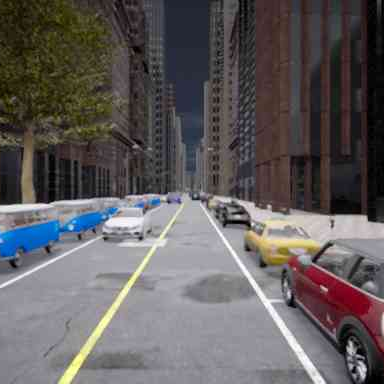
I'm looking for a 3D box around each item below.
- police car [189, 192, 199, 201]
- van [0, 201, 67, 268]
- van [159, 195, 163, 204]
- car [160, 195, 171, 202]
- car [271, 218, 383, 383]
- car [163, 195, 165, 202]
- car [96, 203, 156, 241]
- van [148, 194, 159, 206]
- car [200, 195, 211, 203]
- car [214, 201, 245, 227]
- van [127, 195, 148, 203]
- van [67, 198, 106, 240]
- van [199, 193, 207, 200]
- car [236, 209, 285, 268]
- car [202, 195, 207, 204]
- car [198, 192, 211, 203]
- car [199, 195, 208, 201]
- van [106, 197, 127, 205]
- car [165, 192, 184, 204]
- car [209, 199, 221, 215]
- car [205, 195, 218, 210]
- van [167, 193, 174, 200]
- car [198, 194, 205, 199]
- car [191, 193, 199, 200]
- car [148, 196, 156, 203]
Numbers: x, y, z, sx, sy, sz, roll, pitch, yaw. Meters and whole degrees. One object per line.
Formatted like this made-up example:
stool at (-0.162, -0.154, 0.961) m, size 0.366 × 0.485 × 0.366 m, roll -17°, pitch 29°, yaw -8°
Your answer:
police car at (0.897, 1.272, 76.746) m, size 1.930 × 1.638 × 5.238 m, roll 0°, pitch 0°, yaw 0°
van at (-5.762, 1.314, 10.837) m, size 1.690 × 1.788 × 3.998 m, roll 0°, pitch 0°, yaw 0°
van at (-5.764, 1.231, 50.166) m, size 1.690 × 1.788 × 3.998 m, roll 0°, pitch 0°, yaw 0°
car at (-5.765, 1.403, 72.645) m, size 2.008 × 1.369 × 4.403 m, roll 0°, pitch 0°, yaw 0°
car at (2.763, 1.427, 5.225) m, size 1.967 × 1.590 × 4.097 m, roll 0°, pitch 0°, yaw 0°
car at (-5.765, 1.386, 66.851) m, size 1.752 × 1.417 × 4.829 m, roll 0°, pitch 0°, yaw 0°
car at (-3.101, 1.485, 16.653) m, size 1.812 × 1.442 × 4.674 m, roll 0°, pitch 0°, yaw 0°
van at (-5.763, 1.242, 44.547) m, size 1.690 × 1.788 × 3.998 m, roll 0°, pitch 0°, yaw 0°
car at (2.760, 1.411, 67.031) m, size 2.008 × 1.369 × 4.403 m, roll 0°, pitch 0°, yaw 0°
car at (2.762, 1.513, 22.082) m, size 1.947 × 1.339 × 4.313 m, roll 0°, pitch 0°, yaw 0°
van at (-5.763, 1.265, 33.310) m, size 1.690 × 1.788 × 3.998 m, roll 0°, pitch 0°, yaw 0°
van at (-5.762, 1.301, 16.455) m, size 1.690 × 1.788 × 3.998 m, roll 0°, pitch 0°, yaw 0°
van at (2.760, 1.178, 83.887) m, size 1.690 × 1.788 × 3.998 m, roll 0°, pitch 0°, yaw 0°
car at (2.763, 1.498, 11.014) m, size 1.752 × 1.417 × 4.829 m, roll 0°, pitch 0°, yaw 0°
car at (2.761, 1.466, 44.557) m, size 1.947 × 1.339 × 4.313 m, roll 0°, pitch 0°, yaw 0°
car at (2.761, 1.185, 61.413) m, size 2.192 × 1.841 × 5.009 m, roll 0°, pitch 0°, yaw 0°
car at (2.760, 1.395, 78.269) m, size 2.008 × 1.369 × 4.403 m, roll 0°, pitch 0°, yaw 0°
van at (-5.763, 1.289, 22.074) m, size 1.690 × 1.788 × 3.998 m, roll 0°, pitch 0°, yaw 0°
car at (-3.052, 1.096, 58.409) m, size 2.150 × 2.045 × 5.566 m, roll 0°, pitch 0°, yaw 1°
car at (2.762, 1.501, 27.700) m, size 1.947 × 1.339 × 4.313 m, roll 0°, pitch 0°, yaw 0°
car at (2.762, 1.437, 39.108) m, size 1.752 × 1.417 × 4.829 m, roll 0°, pitch 0°, yaw 0°
van at (-5.766, 1.170, 89.494) m, size 1.690 × 1.788 × 3.998 m, roll 0°, pitch 0°, yaw 0°
car at (2.759, 1.347, 95.295) m, size 1.752 × 1.417 × 4.829 m, roll 0°, pitch 0°, yaw 0°
car at (0.896, 1.176, 92.606) m, size 2.097 × 1.767 × 4.553 m, roll 0°, pitch 0°, yaw 0°
car at (-5.763, 1.457, 38.929) m, size 1.887 × 1.381 × 4.507 m, roll 0°, pitch 0°, yaw 0°
